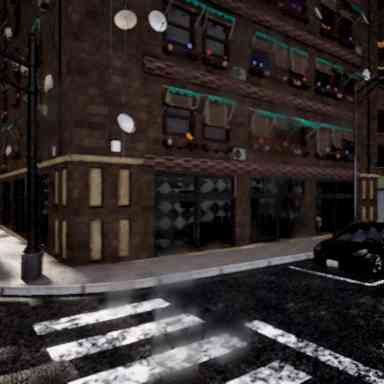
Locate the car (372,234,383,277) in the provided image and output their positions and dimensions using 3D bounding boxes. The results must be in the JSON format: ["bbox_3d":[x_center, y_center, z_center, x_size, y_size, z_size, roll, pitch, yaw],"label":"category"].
[{"bbox_3d":[6.561,1.691,8.060,4.718,1.301,1.895,1,0,-35],"label":"car"}]

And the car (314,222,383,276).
[{"bbox_3d":[5.751,1.663,10.674,4.313,1.339,1.947,1,-1,-36],"label":"car"}]
